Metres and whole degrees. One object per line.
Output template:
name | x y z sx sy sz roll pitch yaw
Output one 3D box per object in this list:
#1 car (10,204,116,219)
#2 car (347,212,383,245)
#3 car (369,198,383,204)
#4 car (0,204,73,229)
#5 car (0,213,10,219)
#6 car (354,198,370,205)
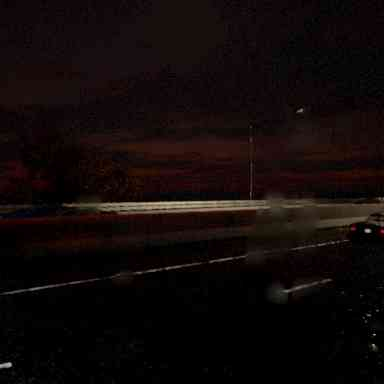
car | -6.157 1.510 16.799 4.892 1.490 1.837 0 0 -36
car | 8.872 1.561 14.375 5.357 1.411 2.033 0 0 -36
car | 25.904 1.631 43.936 4.718 1.301 1.895 0 0 -35
car | -10.432 1.569 22.347 4.181 1.385 1.994 0 0 -36
car | -8.463 1.483 19.453 5.008 1.535 1.882 0 0 -36
car | 25.476 1.578 47.912 5.357 1.411 2.033 0 0 -35
